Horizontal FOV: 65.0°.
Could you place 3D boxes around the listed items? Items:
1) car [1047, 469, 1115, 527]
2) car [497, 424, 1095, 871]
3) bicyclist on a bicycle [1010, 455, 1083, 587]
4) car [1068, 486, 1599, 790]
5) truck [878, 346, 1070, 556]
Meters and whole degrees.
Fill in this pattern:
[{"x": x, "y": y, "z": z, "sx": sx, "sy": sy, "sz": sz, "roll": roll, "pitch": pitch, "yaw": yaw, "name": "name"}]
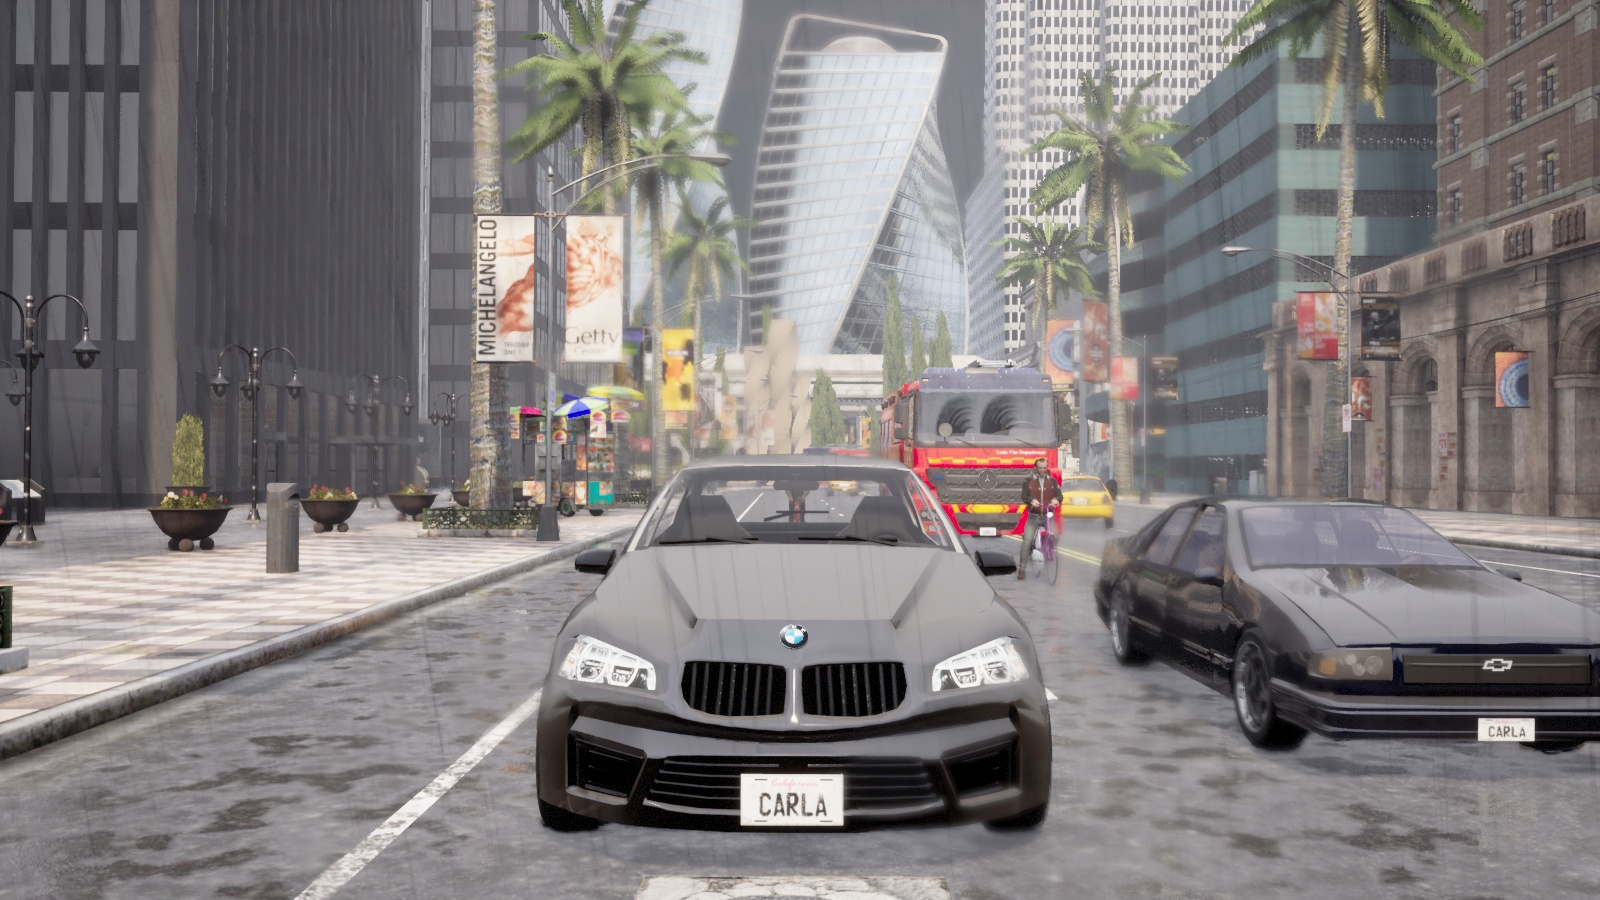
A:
[{"x": 8.204, "y": 1.334, "z": 36.604, "sx": 1.801, "sy": 1.575, "sz": 5.366, "roll": 0, "pitch": -1, "yaw": 13, "name": "car"}, {"x": -0.018, "y": 0.777, "z": 7.026, "sx": 2.242, "sy": 1.667, "sz": 4.611, "roll": 0, "pitch": -1, "yaw": 0, "name": "car"}, {"x": 3.458, "y": 0.969, "z": 17.742, "sx": 0.659, "sy": 1.776, "sz": 1.843, "roll": 0, "pitch": -1, "yaw": 0, "name": "bicyclist on a bicycle"}, {"x": 3.478, "y": 0.996, "z": 8.825, "sx": 2.033, "sy": 1.411, "sz": 5.357, "roll": 0, "pitch": -1, "yaw": 0, "name": "car"}, {"x": 3.446, "y": 0.092, "z": 27.189, "sx": 2.891, "sy": 3.827, "sz": 8.468, "roll": 0, "pitch": -1, "yaw": 0, "name": "truck"}]
